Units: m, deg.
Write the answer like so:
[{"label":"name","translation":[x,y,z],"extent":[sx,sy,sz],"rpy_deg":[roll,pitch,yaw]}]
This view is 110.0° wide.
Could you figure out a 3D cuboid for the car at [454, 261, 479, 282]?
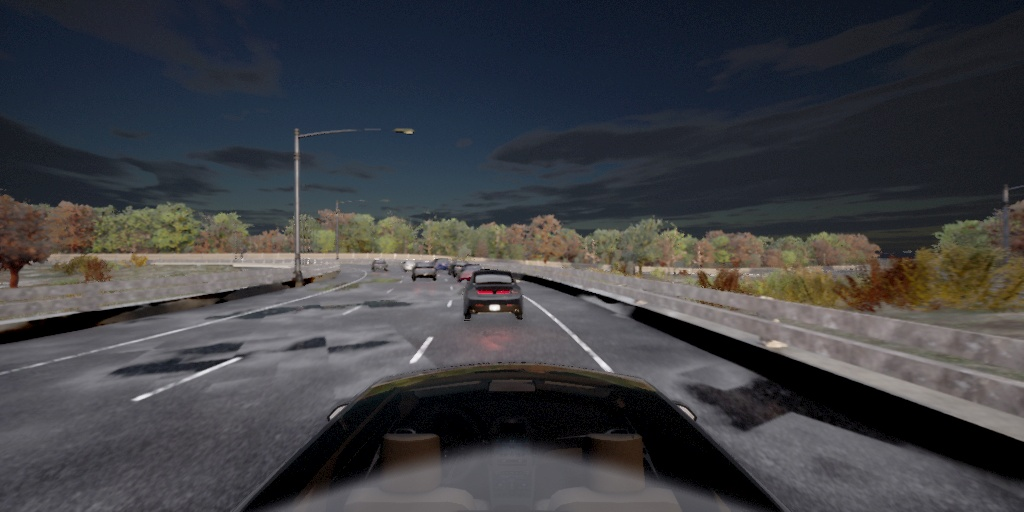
[{"label":"car","translation":[-2.920,1.282,26.148],"extent":[1.994,1.385,4.181],"rpy_deg":[0,0,-12]}]

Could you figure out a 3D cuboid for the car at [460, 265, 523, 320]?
[{"label":"car","translation":[-0.715,1.236,12.603],"extent":[1.837,1.490,4.892],"rpy_deg":[0,0,-5]}]

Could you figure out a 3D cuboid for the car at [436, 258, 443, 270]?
[{"label":"car","translation":[-9.146,1.064,45.612],"extent":[2.097,1.767,4.553],"rpy_deg":[0,0,-23]}]

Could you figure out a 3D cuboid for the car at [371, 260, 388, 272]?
[{"label":"car","translation":[-17.711,1.247,47.722],"extent":[2.128,1.511,4.902],"rpy_deg":[0,0,-26]}]

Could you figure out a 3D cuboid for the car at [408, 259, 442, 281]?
[{"label":"car","translation":[-7.273,1.227,29.598],"extent":[2.128,1.511,4.902],"rpy_deg":[0,0,-16]}]

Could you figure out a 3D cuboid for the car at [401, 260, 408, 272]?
[{"label":"car","translation":[-13.036,1.260,45.818],"extent":[1.812,1.442,4.674],"rpy_deg":[0,0,-24]}]

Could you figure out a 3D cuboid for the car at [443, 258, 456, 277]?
[{"label":"car","translation":[-5.033,1.204,34.442],"extent":[2.128,1.511,4.902],"rpy_deg":[0,0,-17]}]
